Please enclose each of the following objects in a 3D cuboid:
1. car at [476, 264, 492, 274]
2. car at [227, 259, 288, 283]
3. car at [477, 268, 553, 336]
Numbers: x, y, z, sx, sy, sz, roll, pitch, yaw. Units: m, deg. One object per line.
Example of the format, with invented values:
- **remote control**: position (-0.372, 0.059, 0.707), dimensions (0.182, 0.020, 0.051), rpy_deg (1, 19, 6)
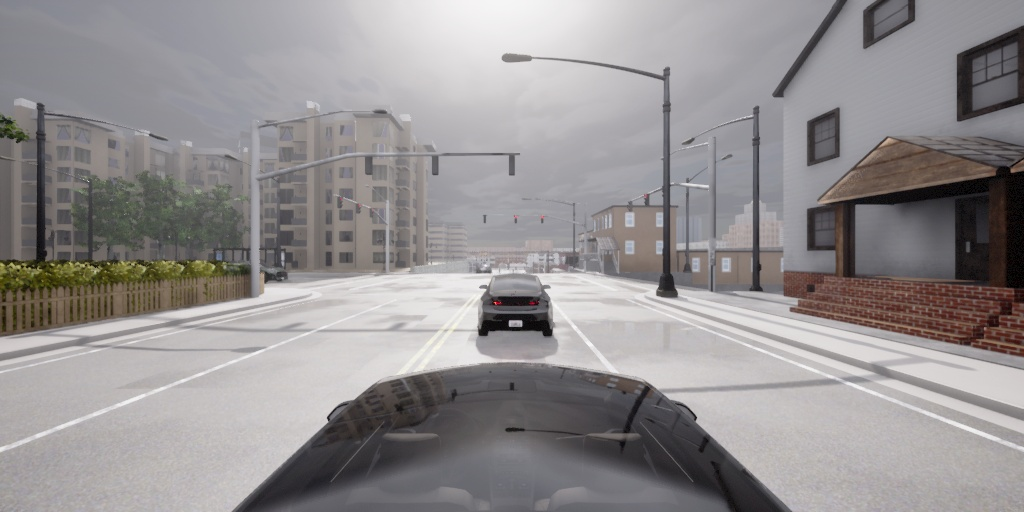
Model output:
- **car**: position (-3.624, 1.753, 47.184), dimensions (2.128, 1.511, 4.902), rpy_deg (0, -5, 0)
- **car**: position (-19.527, 1.101, 27.054), dimensions (4.553, 1.767, 2.097), rpy_deg (0, 0, 1)
- **car**: position (0.090, 1.254, 10.371), dimensions (1.837, 1.490, 4.892), rpy_deg (0, 0, 0)
